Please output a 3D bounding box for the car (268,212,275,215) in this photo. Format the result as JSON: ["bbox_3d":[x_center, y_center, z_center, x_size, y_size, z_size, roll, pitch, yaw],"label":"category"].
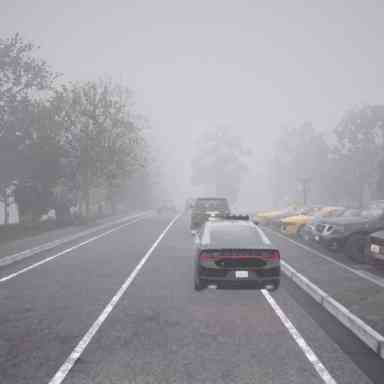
[{"bbox_3d":[7.139,1.539,19.793,4.892,1.521,2.231,0,0,0],"label":"car"}]

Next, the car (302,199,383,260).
[{"bbox_3d":[7.079,1.250,11.473,5.566,2.045,2.435,0,0,0],"label":"car"}]

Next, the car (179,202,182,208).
[{"bbox_3d":[-2.872,3.651,94.759,2.097,1.767,4.553,0,-1,1],"label":"car"}]

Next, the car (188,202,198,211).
[{"bbox_3d":[0.152,2.614,59.681,1.837,1.490,4.892,0,-2,0],"label":"car"}]

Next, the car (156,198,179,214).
[{"bbox_3d":[-3.241,1.734,42.558,2.150,2.045,5.566,0,-2,0],"label":"car"}]

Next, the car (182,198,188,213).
[{"bbox_3d":[0.133,1.805,44.927,2.150,2.045,5.566,0,-2,0],"label":"car"}]

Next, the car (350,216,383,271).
[{"bbox_3d":[7.129,1.527,8.695,4.792,1.488,2.163,0,0,0],"label":"car"}]

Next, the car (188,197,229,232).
[{"bbox_3d":[1.023,1.296,19.156,2.150,2.045,5.566,0,-1,0],"label":"car"}]

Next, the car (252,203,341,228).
[{"bbox_3d":[6.957,1.562,22.562,5.366,1.575,1.946,0,0,0],"label":"car"}]

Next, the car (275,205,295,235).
[{"bbox_3d":[7.131,1.518,17.021,5.008,1.535,2.097,0,0,0],"label":"car"}]

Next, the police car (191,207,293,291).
[{"bbox_3d":[0.998,1.439,9.215,1.930,1.638,5.238,0,0,0],"label":"police car"}]

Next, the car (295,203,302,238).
[{"bbox_3d":[7.148,1.382,14.244,4.553,1.767,2.185,0,0,0],"label":"car"}]

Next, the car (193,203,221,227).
[{"bbox_3d":[1.039,1.621,25.128,1.882,1.535,5.008,0,-1,0],"label":"car"}]
